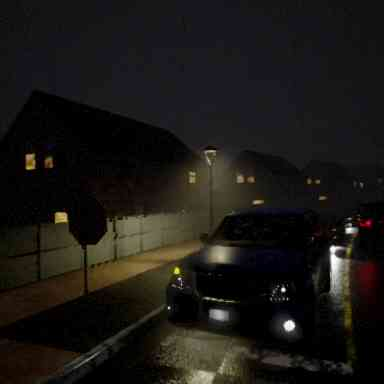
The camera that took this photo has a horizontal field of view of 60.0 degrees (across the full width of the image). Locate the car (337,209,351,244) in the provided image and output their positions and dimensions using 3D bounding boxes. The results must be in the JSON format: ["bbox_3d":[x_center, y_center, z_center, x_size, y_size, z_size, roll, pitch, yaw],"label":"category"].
[{"bbox_3d":[7.007,1.842,17.630,1.994,1.385,4.181,-2,-1,29],"label":"car"}]

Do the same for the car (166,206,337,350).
[{"bbox_3d":[1.617,1.361,7.038,2.150,2.045,5.566,-2,-1,27],"label":"car"}]

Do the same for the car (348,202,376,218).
[{"bbox_3d":[18.211,1.873,35.540,1.837,1.490,4.892,-2,-1,36],"label":"car"}]

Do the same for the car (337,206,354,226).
[{"bbox_3d":[12.412,1.905,27.022,2.033,1.411,5.357,-2,-1,32],"label":"car"}]

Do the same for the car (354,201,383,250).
[{"bbox_3d":[8.807,1.414,15.063,2.150,2.045,5.566,-2,-1,29],"label":"car"}]
